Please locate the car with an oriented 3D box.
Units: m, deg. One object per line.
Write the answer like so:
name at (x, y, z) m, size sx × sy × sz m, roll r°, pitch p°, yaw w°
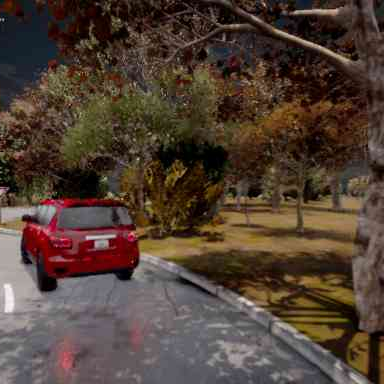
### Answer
car at (-3.350, 1.198, 9.374) m, size 2.150 × 2.045 × 5.566 m, roll 0°, pitch 0°, yaw -32°
